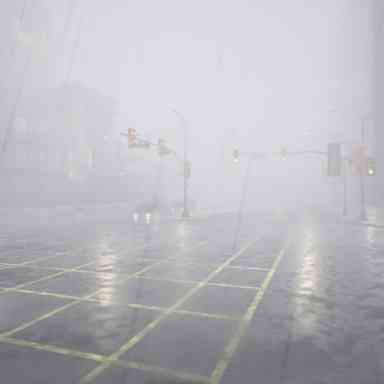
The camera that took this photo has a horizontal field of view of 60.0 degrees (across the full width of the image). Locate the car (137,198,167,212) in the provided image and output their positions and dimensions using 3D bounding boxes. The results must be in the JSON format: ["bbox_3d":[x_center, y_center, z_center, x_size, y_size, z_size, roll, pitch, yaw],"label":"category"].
[{"bbox_3d":[-4.597,1.477,38.763,1.882,1.535,5.008,0,0,22],"label":"car"}]

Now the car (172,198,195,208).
[{"bbox_3d":[-1.173,1.600,48.387,1.895,1.301,4.718,0,0,20],"label":"car"}]
